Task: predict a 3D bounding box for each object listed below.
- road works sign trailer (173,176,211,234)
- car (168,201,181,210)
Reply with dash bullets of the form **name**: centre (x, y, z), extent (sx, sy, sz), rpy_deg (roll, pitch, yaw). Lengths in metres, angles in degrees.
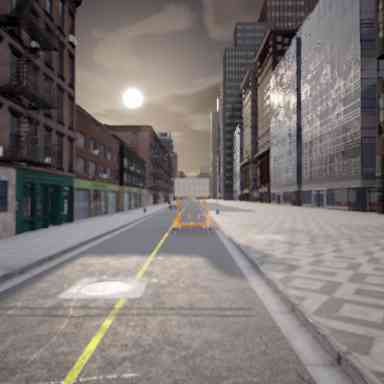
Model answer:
- **road works sign trailer**: centre (0.001, 0.763, 21.565), extent (2.380, 3.560, 2.880), rpy_deg (0, -1, 0)
- **car**: centre (-3.038, 2.383, 58.634), extent (1.812, 1.442, 4.674), rpy_deg (0, -1, 1)
